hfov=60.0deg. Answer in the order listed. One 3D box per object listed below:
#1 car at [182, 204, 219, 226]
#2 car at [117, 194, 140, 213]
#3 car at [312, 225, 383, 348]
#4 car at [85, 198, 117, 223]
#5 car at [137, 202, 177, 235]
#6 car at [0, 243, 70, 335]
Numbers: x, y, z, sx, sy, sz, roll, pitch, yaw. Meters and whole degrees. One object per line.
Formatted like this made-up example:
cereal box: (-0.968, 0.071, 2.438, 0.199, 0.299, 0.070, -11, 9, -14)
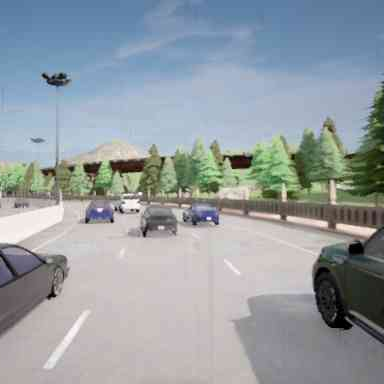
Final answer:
car: (0.580, 1.550, 23.656, 1.812, 1.442, 4.674, 0, 0, -13)
car: (-7.449, 1.294, 37.934, 2.150, 2.045, 5.566, 0, 0, -22)
car: (3.369, 1.213, 3.819, 2.150, 2.045, 5.566, 0, 0, -2)
car: (-7.426, 1.411, 26.761, 2.097, 1.767, 4.553, 0, 0, -16)
car: (-1.976, 1.534, 18.959, 1.837, 1.490, 4.892, 0, 0, -10)
car: (-3.677, 1.568, 5.476, 2.033, 1.411, 5.357, 0, 0, -4)
